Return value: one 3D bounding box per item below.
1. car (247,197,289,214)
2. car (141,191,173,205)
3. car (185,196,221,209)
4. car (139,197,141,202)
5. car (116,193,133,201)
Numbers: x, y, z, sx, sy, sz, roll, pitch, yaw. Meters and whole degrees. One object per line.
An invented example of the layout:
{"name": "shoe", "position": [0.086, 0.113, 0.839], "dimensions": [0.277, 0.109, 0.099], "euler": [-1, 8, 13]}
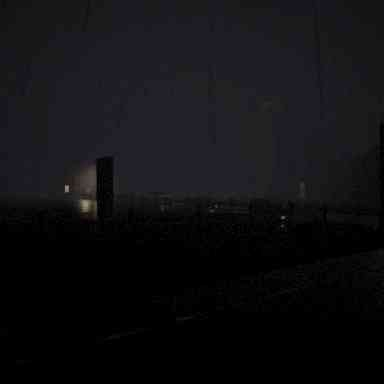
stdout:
{"name": "car", "position": [7.421, 1.305, 32.017], "dimensions": [1.837, 1.490, 4.892], "euler": [-1, 1, -36]}
{"name": "car", "position": [-4.933, 0.820, 49.279], "dimensions": [2.150, 2.045, 5.566], "euler": [-1, 1, -35]}
{"name": "car", "position": [1.252, 1.248, 40.628], "dimensions": [2.033, 1.411, 5.357], "euler": [-1, 1, -36]}
{"name": "car", "position": [-7.622, 1.018, 57.988], "dimensions": [1.812, 1.442, 4.674], "euler": [-1, 1, -35]}
{"name": "car", "position": [-13.445, 0.871, 66.049], "dimensions": [1.882, 1.535, 5.008], "euler": [-1, 1, -36]}
